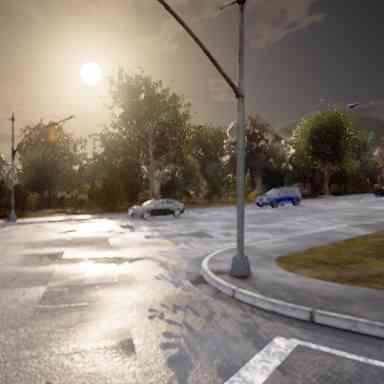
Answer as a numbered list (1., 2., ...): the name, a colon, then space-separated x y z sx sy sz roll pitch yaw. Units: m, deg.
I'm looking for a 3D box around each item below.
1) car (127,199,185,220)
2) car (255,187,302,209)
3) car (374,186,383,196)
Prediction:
1. car: -2.780 1.340 26.422 4.902 1.511 2.128 -1 1 -40
2. car: 9.326 0.612 35.655 5.566 2.045 2.150 -4 2 -33
3. car: 27.134 -0.233 45.509 5.008 1.535 1.882 -3 2 -24
